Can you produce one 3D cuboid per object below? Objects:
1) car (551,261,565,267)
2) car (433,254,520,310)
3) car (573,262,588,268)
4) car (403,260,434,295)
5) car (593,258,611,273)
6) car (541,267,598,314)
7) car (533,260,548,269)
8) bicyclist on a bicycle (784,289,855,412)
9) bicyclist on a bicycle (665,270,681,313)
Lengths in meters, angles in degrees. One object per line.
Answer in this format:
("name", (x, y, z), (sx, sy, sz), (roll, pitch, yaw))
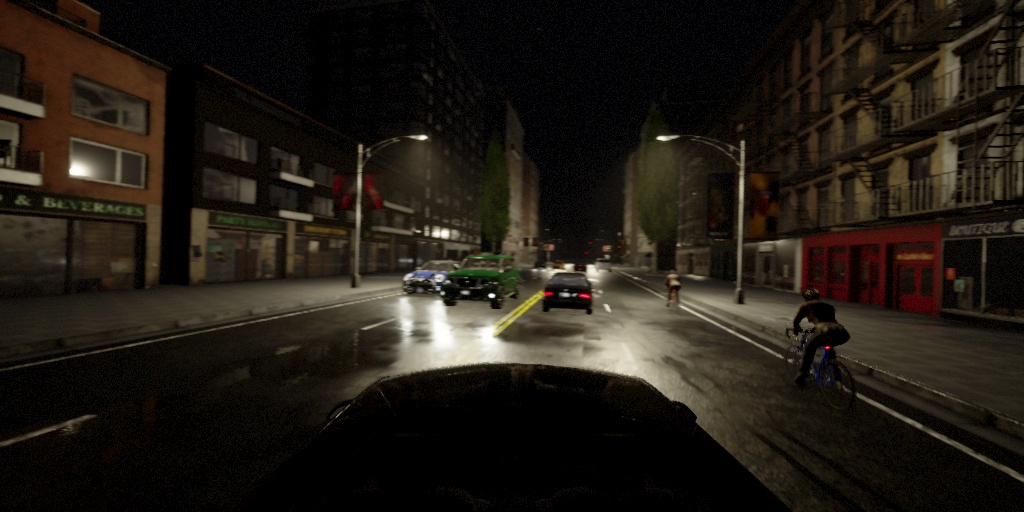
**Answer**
("car", (7.106, 1.448, 54.943), (1.882, 1.535, 5.008), (2, 0, 12))
("car", (-1.068, 0.950, 15.113), (2.150, 2.045, 5.566), (2, 0, 11))
("car", (9.062, 1.503, 47.508), (1.882, 1.535, 5.008), (2, 0, 12))
("car", (-3.708, 1.003, 18.430), (2.097, 1.767, 4.553), (2, 0, 12))
("car", (13.599, 1.380, 53.513), (2.150, 2.045, 5.566), (2, 0, 12))
("car", (2.304, 1.370, 14.426), (2.033, 1.411, 5.357), (2, 0, 12))
("car", (4.741, 1.428, 59.527), (1.812, 1.442, 4.674), (2, 0, 12))
("bicyclist on a bicycle", (4.592, 1.338, 5.426), (0.582, 1.620, 1.656), (2, 0, 12))
("bicyclist on a bicycle", (6.394, 1.394, 14.249), (0.582, 1.620, 1.656), (2, 0, 12))
